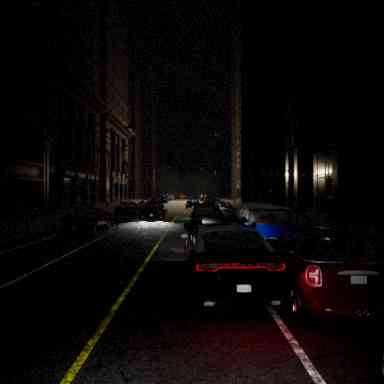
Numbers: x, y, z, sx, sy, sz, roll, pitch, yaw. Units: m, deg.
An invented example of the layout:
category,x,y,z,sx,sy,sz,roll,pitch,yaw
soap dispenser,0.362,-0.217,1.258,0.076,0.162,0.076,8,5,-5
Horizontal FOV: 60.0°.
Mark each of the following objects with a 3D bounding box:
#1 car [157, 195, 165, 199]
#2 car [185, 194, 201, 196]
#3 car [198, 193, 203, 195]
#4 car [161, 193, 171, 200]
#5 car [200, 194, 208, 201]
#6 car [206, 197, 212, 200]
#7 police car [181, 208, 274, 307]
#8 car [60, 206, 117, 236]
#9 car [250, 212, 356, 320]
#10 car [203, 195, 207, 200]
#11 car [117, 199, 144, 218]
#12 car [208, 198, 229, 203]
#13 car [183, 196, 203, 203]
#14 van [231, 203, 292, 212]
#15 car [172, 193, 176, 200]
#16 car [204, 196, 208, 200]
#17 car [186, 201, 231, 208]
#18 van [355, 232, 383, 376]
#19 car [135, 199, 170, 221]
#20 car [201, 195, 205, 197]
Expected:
category,x,y,z,sx,sy,sz,roll,pitch,yaw
car,-5.727,1.554,52.310,1.802,1.307,4.206,1,0,0
car,0.135,1.514,56.622,2.033,1.411,5.357,0,0,0
car,2.852,1.484,74.795,1.887,1.381,4.507,1,0,0
car,-5.699,1.396,63.559,1.967,1.590,4.097,1,0,0
car,2.866,1.370,80.419,1.967,1.590,4.097,1,0,0
car,2.759,1.534,35.422,1.887,1.381,4.507,1,0,0
police car,0.772,1.426,8.209,1.930,1.638,5.238,0,0,-2
car,-5.806,1.542,18.563,1.887,1.381,4.507,1,0,0
car,2.694,1.440,7.298,1.967,1.590,4.097,1,0,0
car,2.786,1.523,46.671,1.887,1.381,4.507,1,0,0
car,-5.780,1.543,29.812,2.008,1.369,4.403,1,0,0
car,2.746,1.543,29.797,2.008,1.369,4.403,1,0,0
car,0.136,1.582,44.492,1.895,1.301,4.718,0,0,1
van,2.708,1.340,12.923,1.690,1.788,3.998,1,0,0
car,-5.661,1.495,80.432,1.947,1.339,4.313,1,0,0
car,2.772,1.529,41.046,1.887,1.381,4.507,1,0,0
car,0.784,1.476,18.136,1.882,1.535,5.008,0,0,0
van,2.681,1.341,1.673,1.690,1.788,3.998,1,0,0
car,-3.038,1.558,26.885,1.994,1.385,4.181,0,0,0
car,2.799,1.517,52.296,1.887,1.381,4.507,1,0,0
